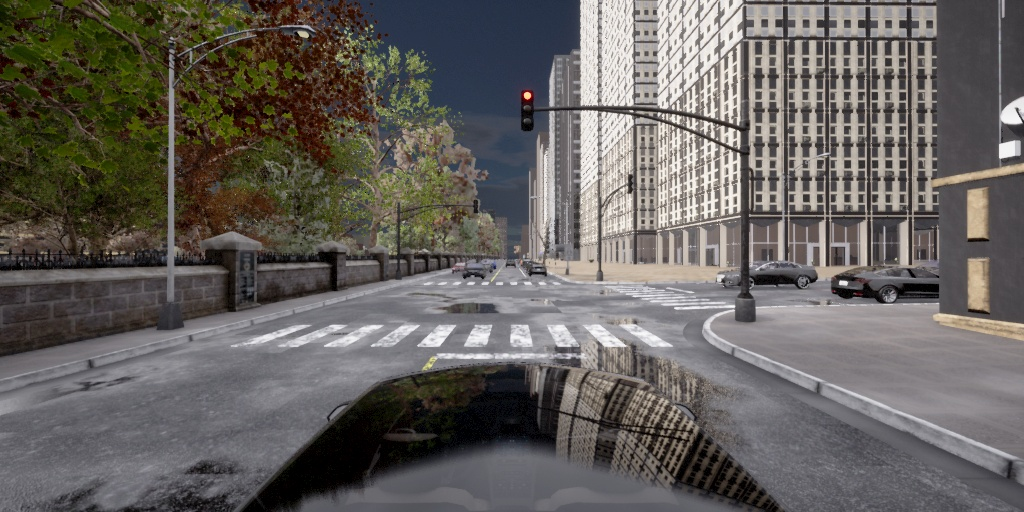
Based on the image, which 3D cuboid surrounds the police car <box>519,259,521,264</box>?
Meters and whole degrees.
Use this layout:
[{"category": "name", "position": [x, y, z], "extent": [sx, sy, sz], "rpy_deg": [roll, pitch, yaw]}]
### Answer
[{"category": "police car", "position": [2.809, 1.218, 64.533], "extent": [1.930, 1.638, 5.238], "rpy_deg": [0, 0, 0]}]

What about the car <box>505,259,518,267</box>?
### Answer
[{"category": "car", "position": [-0.228, 1.299, 65.141], "extent": [1.837, 1.490, 4.892], "rpy_deg": [0, 0, 0]}]

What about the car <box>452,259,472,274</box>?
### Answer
[{"category": "car", "position": [-5.897, 1.351, 41.697], "extent": [1.802, 1.307, 4.207], "rpy_deg": [0, 0, 0]}]

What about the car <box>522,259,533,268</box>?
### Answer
[{"category": "car", "position": [2.483, 1.335, 41.741], "extent": [1.948, 1.339, 4.313], "rpy_deg": [0, 0, 0]}]

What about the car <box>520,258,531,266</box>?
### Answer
[{"category": "car", "position": [2.454, 1.339, 47.374], "extent": [1.948, 1.339, 4.313], "rpy_deg": [0, 0, 0]}]

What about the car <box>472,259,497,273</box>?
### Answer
[{"category": "car", "position": [-3.313, 1.263, 43.796], "extent": [2.128, 1.511, 4.902], "rpy_deg": [0, 0, 0]}]

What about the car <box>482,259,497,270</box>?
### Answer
[{"category": "car", "position": [-3.360, 1.259, 54.519], "extent": [1.882, 1.535, 5.008], "rpy_deg": [0, 0, 0]}]

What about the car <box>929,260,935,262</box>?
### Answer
[{"category": "car", "position": [23.922, 0.874, 19.482], "extent": [5.357, 1.411, 2.033], "rpy_deg": [-1, 0, 0]}]

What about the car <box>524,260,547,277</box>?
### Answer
[{"category": "car", "position": [2.513, 1.331, 36.109], "extent": [1.948, 1.339, 4.313], "rpy_deg": [0, 0, 0]}]

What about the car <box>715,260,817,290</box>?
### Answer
[{"category": "car", "position": [13.651, 0.993, 19.384], "extent": [4.902, 1.511, 2.128], "rpy_deg": [-1, 0, 0]}]

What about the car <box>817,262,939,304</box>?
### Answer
[{"category": "car", "position": [14.627, 1.026, 13.590], "extent": [4.313, 1.339, 1.948], "rpy_deg": [0, 0, -1]}]

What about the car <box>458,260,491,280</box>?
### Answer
[{"category": "car", "position": [-3.255, 1.310, 32.107], "extent": [2.033, 1.411, 5.357], "rpy_deg": [0, 0, 0]}]
